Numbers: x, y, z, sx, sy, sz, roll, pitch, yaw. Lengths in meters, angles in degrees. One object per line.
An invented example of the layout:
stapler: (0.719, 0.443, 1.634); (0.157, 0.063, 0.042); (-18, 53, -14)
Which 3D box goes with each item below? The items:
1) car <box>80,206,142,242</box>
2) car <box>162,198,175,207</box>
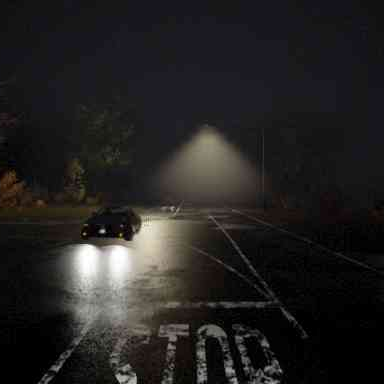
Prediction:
car: (-3.475, 1.343, 14.960); (1.994, 1.385, 4.181); (2, 0, 0)
car: (-3.606, 1.577, 51.486); (2.033, 1.411, 5.357); (0, 0, -1)
